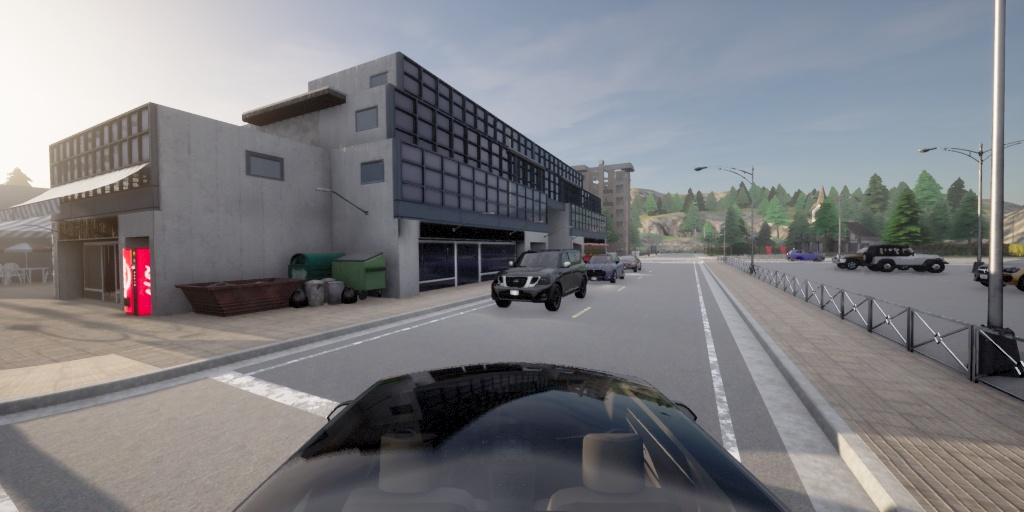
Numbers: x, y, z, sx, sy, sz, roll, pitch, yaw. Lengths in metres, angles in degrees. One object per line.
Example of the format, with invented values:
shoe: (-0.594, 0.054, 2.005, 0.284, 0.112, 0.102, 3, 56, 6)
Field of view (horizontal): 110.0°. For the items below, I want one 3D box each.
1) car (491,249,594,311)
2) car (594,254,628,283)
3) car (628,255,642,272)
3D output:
car: (1.310, 0.752, 13.792, 2.150, 2.045, 5.566, 0, 1, 27)
car: (5.712, 0.668, 22.589, 2.097, 1.767, 4.553, 0, 1, 27)
car: (10.296, 0.619, 31.737, 1.812, 1.442, 4.674, 0, 1, 27)
